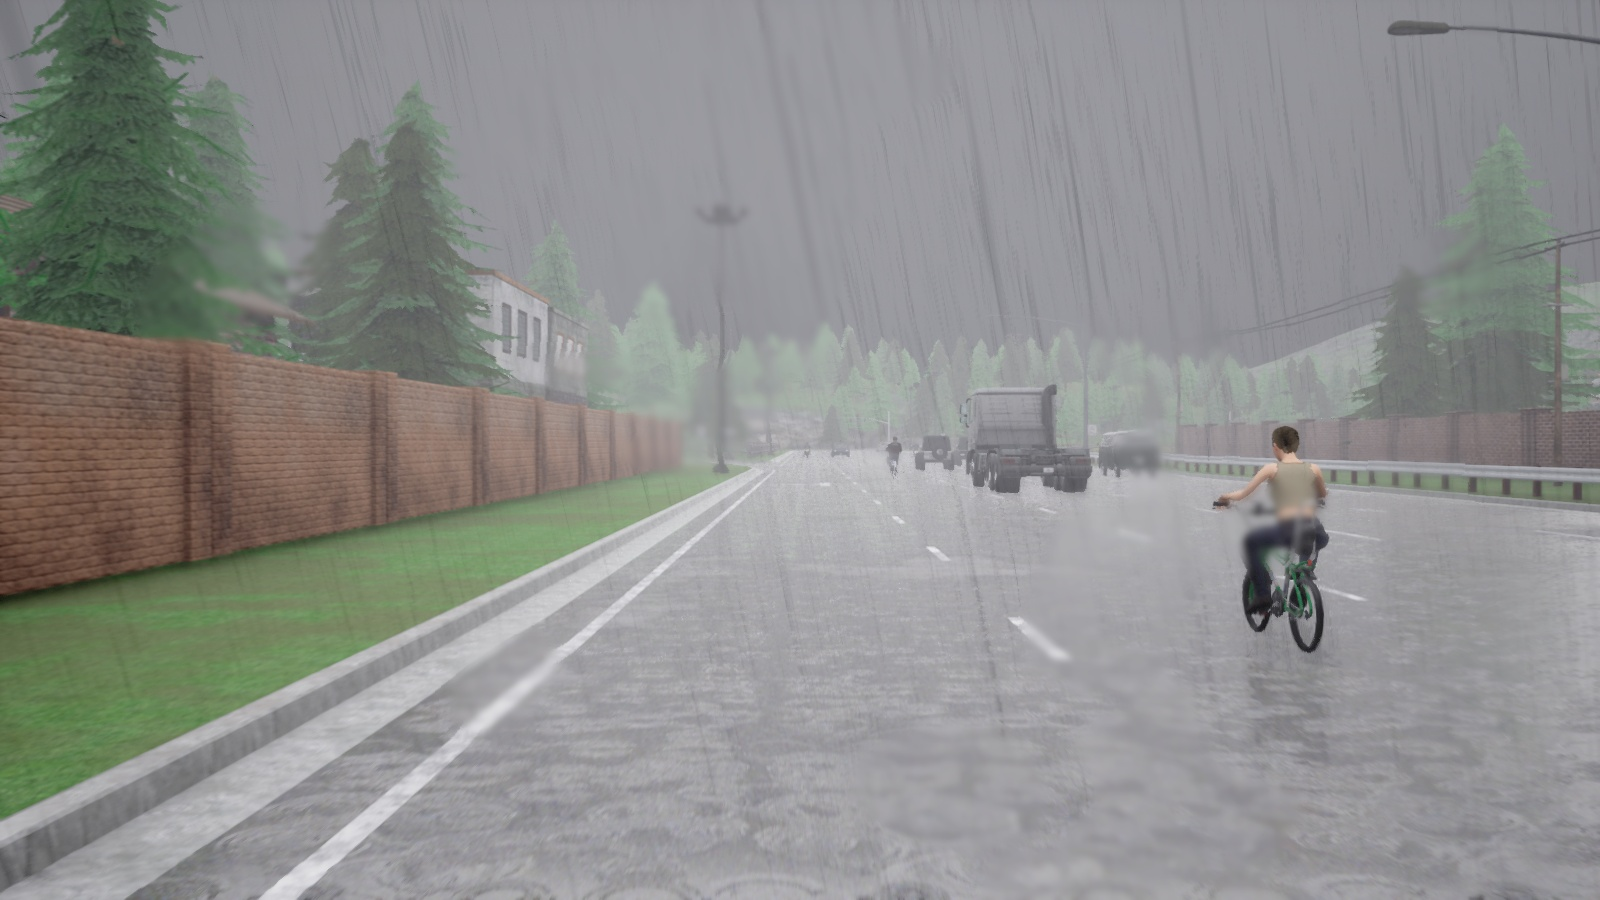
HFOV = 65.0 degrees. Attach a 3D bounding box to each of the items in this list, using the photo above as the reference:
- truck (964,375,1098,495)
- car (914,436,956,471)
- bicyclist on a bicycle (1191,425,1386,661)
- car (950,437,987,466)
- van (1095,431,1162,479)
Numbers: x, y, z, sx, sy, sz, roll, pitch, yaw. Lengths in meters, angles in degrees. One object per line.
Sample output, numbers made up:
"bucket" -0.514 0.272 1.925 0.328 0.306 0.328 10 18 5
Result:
"truck" 7.246 -0.458 40.491 2.891 3.462 7.936 0 0 0
"car" 7.407 0.158 69.167 1.905 1.878 3.866 0 0 0
"bicyclist on a bicycle" 3.574 0.633 9.339 0.866 1.612 1.509 0 0 0
"car" 10.979 0.090 81.865 1.905 1.878 3.866 0 0 0
"van" 14.327 0.201 54.958 1.775 1.987 4.442 0 0 0
